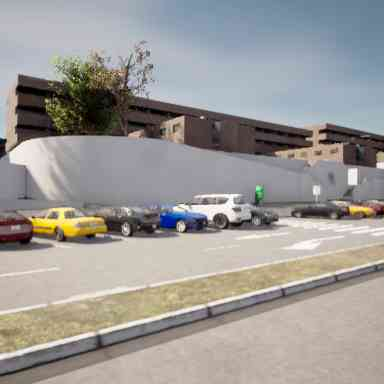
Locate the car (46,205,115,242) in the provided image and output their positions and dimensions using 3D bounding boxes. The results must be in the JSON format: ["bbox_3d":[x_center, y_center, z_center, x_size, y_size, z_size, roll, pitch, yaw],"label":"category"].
[{"bbox_3d":[-6.413,1.435,15.967,5.366,1.575,1.946,-1,-1,35],"label":"car"}]

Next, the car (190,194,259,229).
[{"bbox_3d":[0.999,1.198,21.070,5.566,2.045,2.435,-1,-1,35],"label":"car"}]

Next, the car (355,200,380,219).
[{"bbox_3d":[13.325,1.511,29.603,5.366,1.575,1.946,-1,-1,35],"label":"car"}]

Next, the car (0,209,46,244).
[{"bbox_3d":[-8.714,1.464,14.147,4.792,1.488,2.163,-1,-1,35],"label":"car"}]

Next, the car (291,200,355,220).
[{"bbox_3d":[10.744,1.539,27.971,4.674,1.452,2.002,-1,-1,35],"label":"car"}]

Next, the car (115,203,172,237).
[{"bbox_3d":[-3.827,1.440,17.589,4.892,1.521,2.231,-1,-1,35],"label":"car"}]

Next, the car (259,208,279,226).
[{"bbox_3d":[3.454,1.460,22.795,4.892,1.521,2.231,-1,-1,34],"label":"car"}]

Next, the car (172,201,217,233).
[{"bbox_3d":[-1.402,1.443,19.331,5.008,1.535,2.097,-1,-1,35],"label":"car"}]

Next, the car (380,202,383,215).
[{"bbox_3d":[15.575,1.568,31.450,4.792,1.488,2.163,-1,-1,35],"label":"car"}]
